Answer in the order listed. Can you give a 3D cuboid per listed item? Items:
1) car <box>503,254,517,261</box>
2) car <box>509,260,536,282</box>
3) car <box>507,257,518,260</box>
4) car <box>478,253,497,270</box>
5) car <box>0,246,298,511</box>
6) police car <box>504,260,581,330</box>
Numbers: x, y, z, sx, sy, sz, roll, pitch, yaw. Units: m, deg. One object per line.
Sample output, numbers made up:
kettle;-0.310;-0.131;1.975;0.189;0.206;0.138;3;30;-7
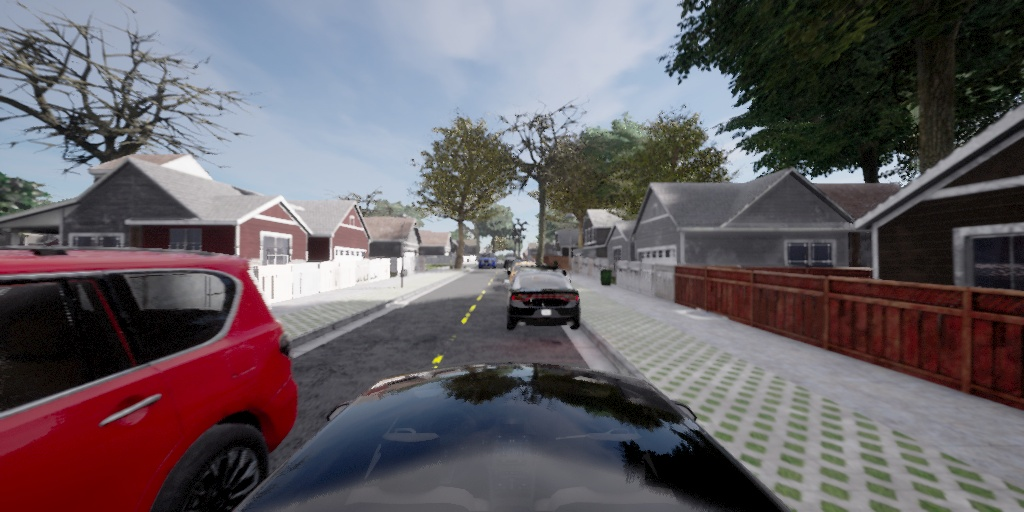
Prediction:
car;-0.169;0.818;49.659;1.882;1.535;5.008;0;0;0
car;0.720;1.031;26.830;1.812;1.442;4.674;0;1;0
car;0.744;1.013;21.018;1.801;1.575;5.366;0;1;0
car;-3.014;0.596;44.870;2.150;2.045;5.566;0;0;0
car;-2.845;0.982;0.697;2.150;2.045;5.566;0;1;0
police car;0.787;1.082;10.932;1.930;1.638;5.238;0;1;0
